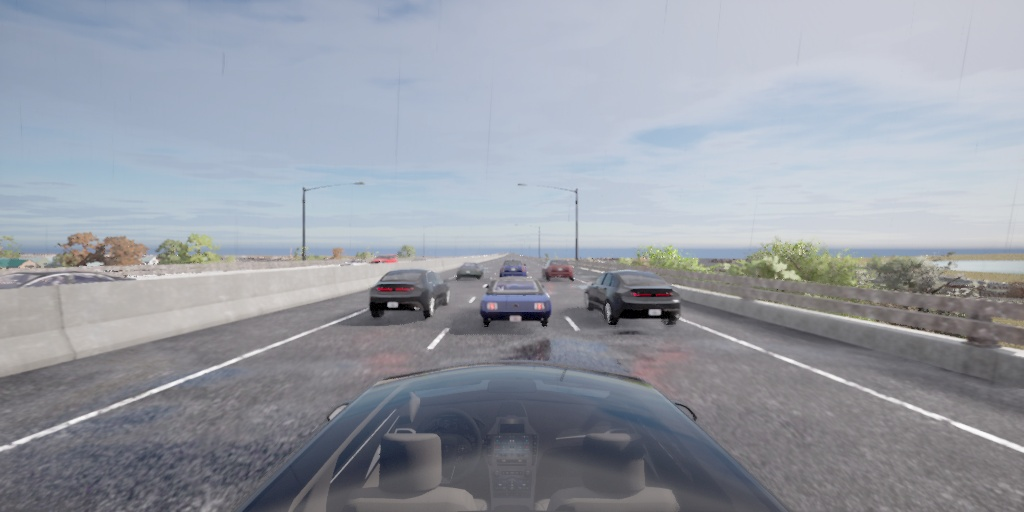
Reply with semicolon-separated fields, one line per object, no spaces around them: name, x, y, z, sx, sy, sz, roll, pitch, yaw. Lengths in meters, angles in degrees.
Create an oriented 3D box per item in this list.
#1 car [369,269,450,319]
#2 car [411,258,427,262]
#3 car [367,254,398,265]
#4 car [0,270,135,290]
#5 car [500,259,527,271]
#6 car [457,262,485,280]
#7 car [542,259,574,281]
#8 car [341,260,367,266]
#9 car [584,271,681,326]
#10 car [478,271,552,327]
car;-3.401;1.210;12.659;1.837;1.490;4.892;0;-1;0
car;-14.046;1.036;54.073;1.882;1.535;5.008;0;0;0
car;-17.573;0.800;49.586;2.150;2.045;5.566;0;0;0
car;-14.100;1.209;10.631;2.128;1.511;4.902;0;0;0
car;0.098;1.007;28.961;2.097;1.767;4.553;0;1;0
car;-3.401;1.210;29.880;1.994;1.385;4.181;0;0;0
car;3.602;1.007;28.963;2.097;1.767;4.553;0;1;-1
car;-21.078;1.181;48.196;1.895;1.301;4.718;0;0;0
car;3.599;1.216;11.462;1.837;1.490;4.892;0;-1;0
car;0.099;1.316;11.416;1.895;1.301;4.718;0;0;0
